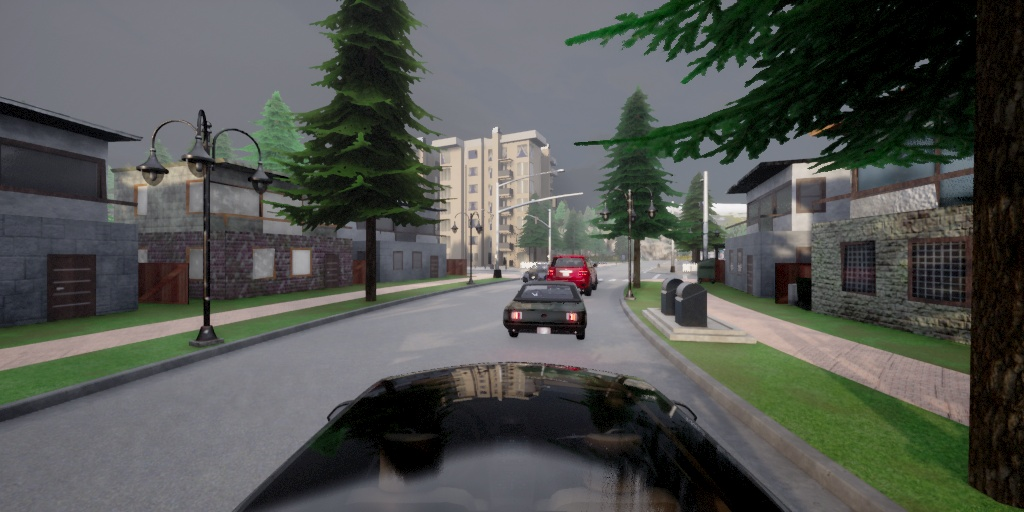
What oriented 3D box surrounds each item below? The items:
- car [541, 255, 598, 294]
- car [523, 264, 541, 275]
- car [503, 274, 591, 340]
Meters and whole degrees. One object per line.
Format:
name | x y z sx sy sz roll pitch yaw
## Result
car | 3.366 0.971 19.553 2.150 2.045 5.566 0 0 18
car | 2.319 1.330 27.161 1.994 1.385 4.181 0 0 24
car | 1.071 1.351 10.057 1.895 1.301 4.718 0 0 9
